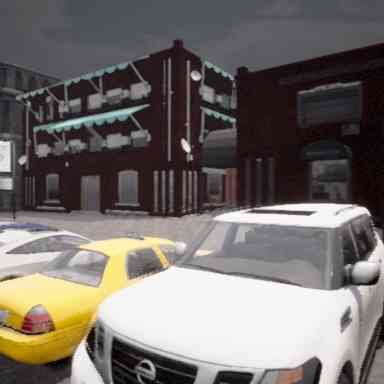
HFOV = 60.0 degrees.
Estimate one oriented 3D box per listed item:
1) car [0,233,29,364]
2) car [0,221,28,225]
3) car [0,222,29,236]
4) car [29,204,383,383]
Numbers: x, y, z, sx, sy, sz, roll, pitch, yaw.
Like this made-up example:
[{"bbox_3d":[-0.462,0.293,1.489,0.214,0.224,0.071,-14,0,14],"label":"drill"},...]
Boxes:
[{"bbox_3d":[-0.933,1.493,6.223,1.946,1.575,5.366,0,0,35],"label":"car"},{"bbox_3d":[-5.477,1.580,9.202,2.002,1.452,4.674,-1,-1,35],"label":"car"},{"bbox_3d":[-3.308,1.555,7.666,2.002,1.452,4.674,-1,0,35],"label":"car"},{"bbox_3d":[1.215,1.232,4.448,2.435,2.045,5.566,0,0,35],"label":"car"}]
